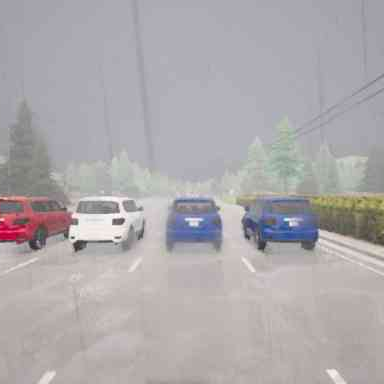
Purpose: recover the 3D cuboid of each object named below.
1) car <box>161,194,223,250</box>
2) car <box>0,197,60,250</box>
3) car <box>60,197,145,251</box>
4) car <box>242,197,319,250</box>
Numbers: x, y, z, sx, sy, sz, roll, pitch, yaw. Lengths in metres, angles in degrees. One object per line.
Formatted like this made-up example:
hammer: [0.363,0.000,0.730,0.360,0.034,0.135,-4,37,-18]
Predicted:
car: [0.082,1.227,14.429,2.150,2.045,5.566,0,0,0]
car: [-6.917,1.228,14.430,2.150,2.045,5.566,0,0,0]
car: [-3.417,1.227,14.373,2.150,2.045,5.566,0,0,0]
car: [3.582,1.227,14.384,2.150,2.045,5.566,0,0,0]
